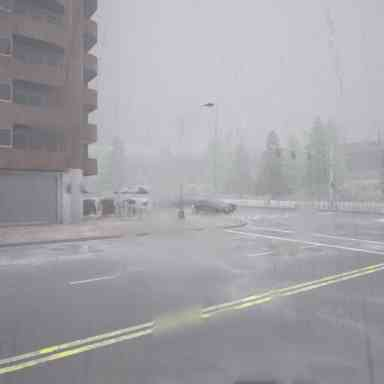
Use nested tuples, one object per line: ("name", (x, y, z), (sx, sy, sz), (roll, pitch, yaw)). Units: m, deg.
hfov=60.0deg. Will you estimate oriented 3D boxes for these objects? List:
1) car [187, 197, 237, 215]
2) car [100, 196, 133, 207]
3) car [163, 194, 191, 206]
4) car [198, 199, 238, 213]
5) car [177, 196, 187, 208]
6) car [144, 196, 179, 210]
("car", (1.873, 1.451, 32.846), (1.837, 1.490, 4.892), (0, -1, -35))
("car", (-11.480, 1.436, 49.089), (4.902, 1.511, 2.128), (0, 0, 34))
("car", (-2.481, 1.296, 55.331), (4.553, 1.767, 2.097), (0, 0, 43))
("car", (2.893, 1.545, 37.471), (1.895, 1.301, 4.718), (0, 0, -35))
("car", (-2.963, 1.545, 45.383), (1.895, 1.301, 4.718), (0, 0, -39))
("car", (-4.072, 1.545, 41.187), (1.895, 1.301, 4.718), (0, 0, -37))
